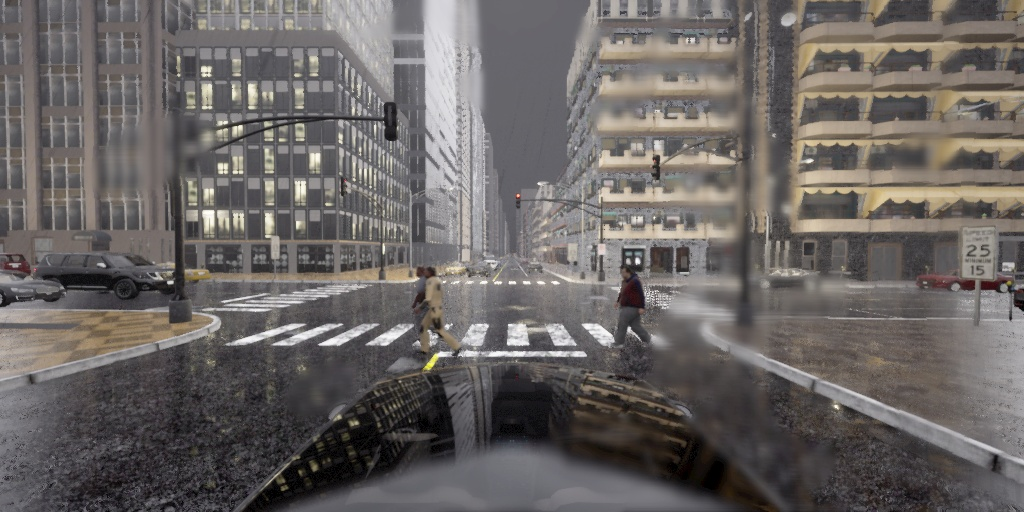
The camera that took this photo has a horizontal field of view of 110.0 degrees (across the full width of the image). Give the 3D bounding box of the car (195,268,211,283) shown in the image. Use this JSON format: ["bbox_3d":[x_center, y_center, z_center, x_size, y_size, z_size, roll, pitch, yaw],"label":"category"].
[{"bbox_3d":[-21.669,1.029,22.380,4.829,1.417,1.751,0,0,1],"label":"car"}]

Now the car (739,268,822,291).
[{"bbox_3d":[16.307,1.375,21.888,4.403,1.370,2.007,0,0,1],"label":"car"}]

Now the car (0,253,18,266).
[{"bbox_3d":[-33.616,0.712,22.583,5.009,1.841,2.192,0,0,1],"label":"car"}]

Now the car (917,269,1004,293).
[{"bbox_3d":[27.372,1.461,21.734,4.507,1.381,1.888,0,0,1],"label":"car"}]

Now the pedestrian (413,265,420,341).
[{"bbox_3d":[-1.980,1.042,8.269,0.375,1.860,0.375,-1,1,0],"label":"pedestrian"}]

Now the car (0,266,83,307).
[{"bbox_3d":[-20.287,1.204,14.047,4.403,1.370,2.007,0,0,1],"label":"car"}]

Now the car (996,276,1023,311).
[{"bbox_3d":[21.715,1.576,13.432,4.313,1.339,1.948,0,0,1],"label":"car"}]

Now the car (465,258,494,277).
[{"bbox_3d":[-3.099,1.245,34.736,1.837,1.490,4.892,0,0,0],"label":"car"}]

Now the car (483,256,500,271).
[{"bbox_3d":[-3.097,0.961,48.679,2.150,2.045,5.566,0,0,0],"label":"car"}]

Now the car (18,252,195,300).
[{"bbox_3d":[-18.484,0.848,16.567,5.566,2.045,2.150,1,1,1],"label":"car"}]

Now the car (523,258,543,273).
[{"bbox_3d":[2.685,1.289,42.356,2.007,1.370,4.403,0,0,0],"label":"car"}]

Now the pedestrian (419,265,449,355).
[{"bbox_3d":[-1.535,1.042,7.069,0.375,1.860,0.375,-1,1,0],"label":"pedestrian"}]

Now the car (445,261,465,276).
[{"bbox_3d":[-5.695,1.265,36.531,1.751,1.417,4.829,0,0,0],"label":"car"}]

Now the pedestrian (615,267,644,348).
[{"bbox_3d":[2.515,1.042,7.670,0.375,1.860,0.375,-1,1,0],"label":"pedestrian"}]
